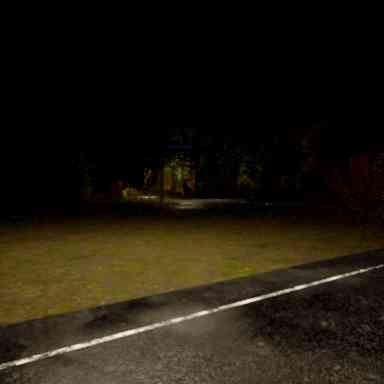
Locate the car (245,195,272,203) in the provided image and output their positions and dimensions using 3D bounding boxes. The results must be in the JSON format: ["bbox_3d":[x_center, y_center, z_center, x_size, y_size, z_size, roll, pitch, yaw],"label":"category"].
[{"bbox_3d":[12.056,1.269,60.369,2.033,1.411,5.357,0,0,-34],"label":"car"}]
